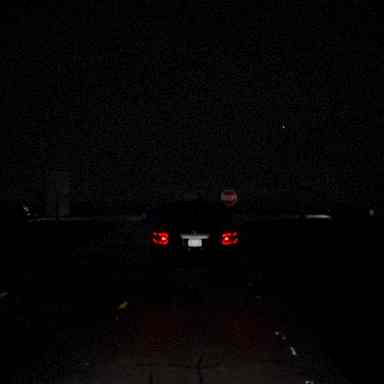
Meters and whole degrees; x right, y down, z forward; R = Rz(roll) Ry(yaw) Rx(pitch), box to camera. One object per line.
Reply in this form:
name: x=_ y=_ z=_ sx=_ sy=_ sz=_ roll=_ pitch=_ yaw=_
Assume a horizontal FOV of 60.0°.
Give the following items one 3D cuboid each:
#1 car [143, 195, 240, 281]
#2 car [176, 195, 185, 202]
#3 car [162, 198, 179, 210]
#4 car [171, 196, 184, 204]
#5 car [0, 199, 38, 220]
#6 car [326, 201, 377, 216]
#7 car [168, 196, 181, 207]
car: x=0.107 y=1.212 z=9.972 sx=2.150 sy=2.045 sz=5.566 roll=0 pitch=0 yaw=1
car: x=-2.621 y=1.502 z=76.199 sx=2.033 sy=1.411 sz=5.357 roll=0 pitch=0 yaw=0
car: x=-2.758 y=1.541 z=44.197 sx=1.994 sy=1.385 sz=4.181 roll=0 pitch=0 yaw=1
car: x=-2.671 y=1.522 z=62.791 sx=2.033 sy=1.411 sz=5.357 roll=0 pitch=0 yaw=1
car: x=-15.372 y=1.394 z=27.732 sx=4.553 sy=1.767 sz=2.097 roll=0 pitch=-1 yaw=-2
car: x=14.676 y=1.521 z=30.732 sx=4.181 sy=1.385 sz=1.994 roll=0 pitch=-1 yaw=-1
car: x=-2.736 y=1.454 z=53.028 sx=1.882 sy=1.535 sz=5.008 roll=0 pitch=0 yaw=0
